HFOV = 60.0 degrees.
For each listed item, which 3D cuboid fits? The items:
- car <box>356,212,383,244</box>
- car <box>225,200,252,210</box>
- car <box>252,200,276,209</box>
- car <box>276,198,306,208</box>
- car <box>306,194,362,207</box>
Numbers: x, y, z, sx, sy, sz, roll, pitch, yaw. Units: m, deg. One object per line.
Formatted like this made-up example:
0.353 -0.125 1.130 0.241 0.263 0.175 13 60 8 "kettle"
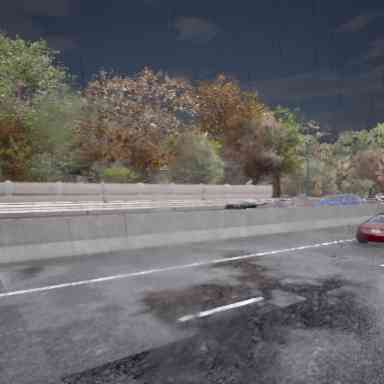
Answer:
9.052 1.553 14.565 4.181 1.385 1.994 0 0 -35 "car"
6.027 1.631 38.252 4.718 1.301 1.895 0 0 -35 "car"
8.995 1.582 36.059 4.181 1.385 1.994 0 0 -35 "car"
10.990 1.358 33.186 4.553 1.767 2.097 0 0 -35 "car"
13.411 1.219 30.618 5.566 2.045 2.150 0 0 -35 "car"
